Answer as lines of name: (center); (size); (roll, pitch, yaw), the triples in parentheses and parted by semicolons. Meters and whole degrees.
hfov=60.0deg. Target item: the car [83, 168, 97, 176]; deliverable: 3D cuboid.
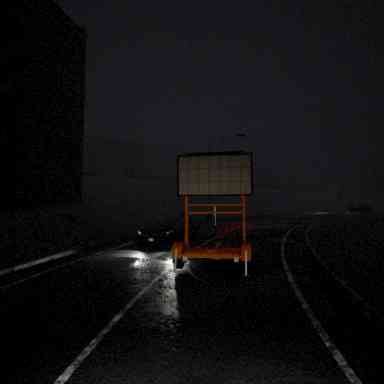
car: (-16.699, -2.866, 50.420); (4.553, 1.767, 2.185); (2, -5, -33)

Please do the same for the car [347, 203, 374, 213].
car: (25.903, 2.378, 51.172); (5.008, 1.535, 1.882); (1, -4, -34)

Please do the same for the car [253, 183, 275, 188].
car: (15.075, -1.091, 72.601); (4.792, 1.488, 2.163); (3, -6, -38)

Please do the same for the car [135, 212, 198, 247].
car: (-1.008, 1.693, 15.749); (1.812, 1.442, 4.674); (-1, -1, 17)

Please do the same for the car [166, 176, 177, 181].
car: (-2.934, -2.136, 59.420); (4.892, 1.521, 2.231); (3, -5, -33)

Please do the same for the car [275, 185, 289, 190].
car: (19.347, -0.811, 76.086); (4.674, 1.452, 2.002); (4, -6, -39)

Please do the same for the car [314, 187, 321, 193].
car: (31.781, -0.178, 87.168); (5.566, 2.045, 2.435); (5, -6, -43)

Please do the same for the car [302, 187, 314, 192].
car: (27.668, -0.391, 83.356); (4.553, 1.767, 2.185); (4, -6, -42)

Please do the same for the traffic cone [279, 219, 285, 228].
traffic cone: (6.081, 2.130, 22.523); (0.340, 0.580, 0.340); (-2, -1, 17)

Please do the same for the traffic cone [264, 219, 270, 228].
traffic cone: (5.125, 2.159, 22.807); (0.340, 0.580, 0.340); (-2, -1, 17)

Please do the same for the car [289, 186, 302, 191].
car: (23.468, -0.576, 79.601); (4.892, 1.521, 2.231); (4, -6, -40)

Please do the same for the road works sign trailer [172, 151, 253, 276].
road works sign trailer: (0.755, 0.525, 10.657); (2.380, 3.560, 2.880); (-1, -1, 12)

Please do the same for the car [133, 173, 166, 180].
car: (-7.547, -2.347, 56.395); (4.892, 1.521, 2.231); (2, -5, -33)
